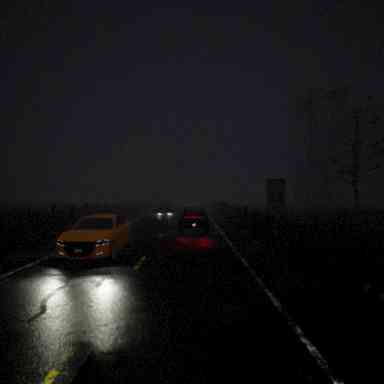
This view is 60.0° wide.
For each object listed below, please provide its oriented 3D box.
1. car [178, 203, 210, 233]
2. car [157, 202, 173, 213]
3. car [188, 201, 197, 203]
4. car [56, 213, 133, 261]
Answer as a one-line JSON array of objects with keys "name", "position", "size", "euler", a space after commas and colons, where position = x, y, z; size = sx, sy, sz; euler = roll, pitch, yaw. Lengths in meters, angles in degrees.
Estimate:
[{"name": "car", "position": [0.123, 1.700, 21.452], "size": [2.128, 1.511, 4.902], "euler": [0, -1, 0]}, {"name": "car", "position": [-3.497, 1.976, 44.393], "size": [2.033, 1.411, 5.357], "euler": [0, -1, 1]}, {"name": "car", "position": [0.073, 1.987, 47.836], "size": [1.812, 1.442, 4.674], "euler": [0, 0, 0]}, {"name": "car", "position": [-3.583, 1.605, 12.998], "size": [1.882, 1.535, 5.008], "euler": [0, -1, 0]}]
